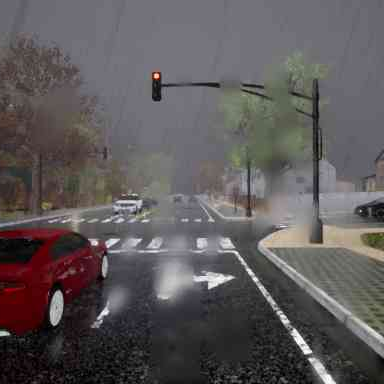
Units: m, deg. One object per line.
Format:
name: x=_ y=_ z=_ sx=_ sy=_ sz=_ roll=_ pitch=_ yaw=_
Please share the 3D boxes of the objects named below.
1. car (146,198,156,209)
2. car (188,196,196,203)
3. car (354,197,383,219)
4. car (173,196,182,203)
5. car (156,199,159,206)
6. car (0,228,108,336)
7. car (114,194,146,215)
car: x=-6.565 y=1.524 z=44.904 sx=2.128 sy=1.511 sz=4.902 roll=0 pitch=0 yaw=0
car: x=0.055 y=1.617 z=73.934 sx=2.033 sy=1.411 sz=5.357 roll=0 pitch=0 yaw=0
car: x=13.266 y=1.034 z=22.489 sx=4.181 sy=1.385 sz=1.994 roll=-2 pitch=-1 yaw=-6
car: x=-3.187 y=1.618 z=74.033 sx=2.033 sy=1.411 sz=5.357 roll=0 pitch=0 yaw=0
car: x=-6.547 y=1.610 z=54.955 sx=1.994 sy=1.385 sz=4.181 roll=0 pitch=0 yaw=0
car: x=-3.145 y=1.480 z=6.878 sx=1.882 sy=1.535 sz=5.008 roll=0 pitch=0 yaw=0
car: x=-6.574 y=1.243 z=34.869 sx=2.150 sy=2.045 sz=5.566 roll=0 pitch=0 yaw=0
